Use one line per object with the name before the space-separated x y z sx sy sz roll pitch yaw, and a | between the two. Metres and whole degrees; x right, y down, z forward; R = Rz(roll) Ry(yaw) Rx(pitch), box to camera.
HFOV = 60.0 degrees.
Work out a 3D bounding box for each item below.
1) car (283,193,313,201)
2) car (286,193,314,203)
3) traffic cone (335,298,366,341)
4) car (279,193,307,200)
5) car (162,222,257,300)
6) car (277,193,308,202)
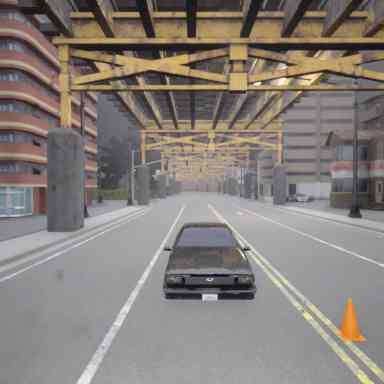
car | 17.515 0.847 54.894 4.536 1.218 1.853 0 1 -20
car | 17.466 1.005 54.878 4.974 1.542 2.038 0 1 -20
traffic cone | 2.454 1.949 5.157 0.340 0.580 0.340 0 0 0
car | 17.861 0.800 59.011 4.536 1.218 1.853 0 1 25
car | 0.362 1.533 8.764 2.033 1.411 5.357 0 0 1
car | 17.814 0.957 59.035 4.974 1.542 2.038 0 1 25
